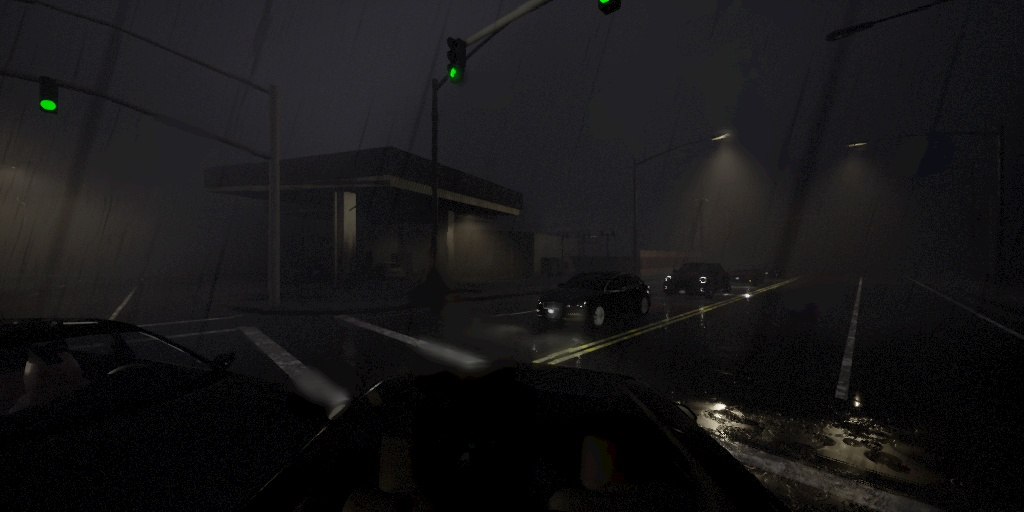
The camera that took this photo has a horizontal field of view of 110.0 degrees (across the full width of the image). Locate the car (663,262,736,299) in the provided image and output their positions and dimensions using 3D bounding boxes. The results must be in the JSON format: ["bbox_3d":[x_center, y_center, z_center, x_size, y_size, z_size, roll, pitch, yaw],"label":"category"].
[{"bbox_3d":[9.552,1.102,18.402,2.097,1.767,4.553,0,0,45],"label":"car"}]

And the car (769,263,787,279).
[{"bbox_3d":[23.484,1.314,32.494,1.994,1.385,4.181,0,0,45],"label":"car"}]

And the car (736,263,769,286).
[{"bbox_3d":[16.416,1.314,25.376,1.994,1.385,4.181,0,0,44],"label":"car"}]

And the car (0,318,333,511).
[{"bbox_3d":[-3.443,1.242,2.419,4.902,1.511,2.128,0,0,14],"label":"car"}]

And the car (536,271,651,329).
[{"bbox_3d":[2.776,1.255,11.495,1.837,1.490,4.892,0,0,44],"label":"car"}]
